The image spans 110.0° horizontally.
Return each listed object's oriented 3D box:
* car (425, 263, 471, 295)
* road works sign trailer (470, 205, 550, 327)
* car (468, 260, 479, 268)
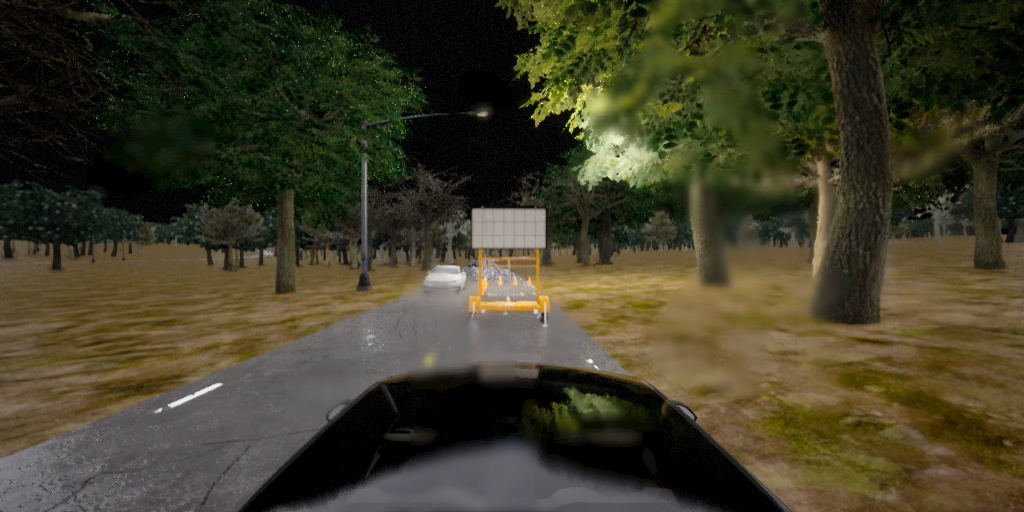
[{"bbox_3d":[-3.515,1.249,19.731,1.812,1.442,4.674,0,0,-2],"label":"car"},{"bbox_3d":[-0.098,0.198,11.456,2.380,3.560,2.880,0,0,-2],"label":"road works sign trailer"},{"bbox_3d":[-6.566,1.352,62.197,1.994,1.385,4.181,0,0,-4],"label":"car"}]
